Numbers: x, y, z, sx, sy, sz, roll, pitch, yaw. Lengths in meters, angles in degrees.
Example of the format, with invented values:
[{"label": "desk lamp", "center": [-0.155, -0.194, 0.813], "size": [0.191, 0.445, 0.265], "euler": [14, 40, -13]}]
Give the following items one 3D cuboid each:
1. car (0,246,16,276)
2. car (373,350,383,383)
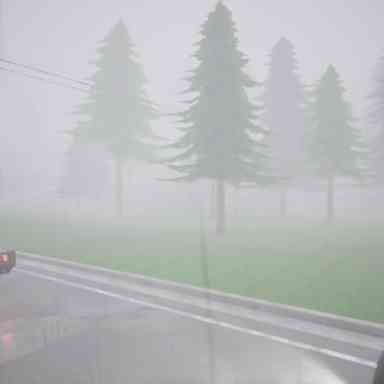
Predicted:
[{"label": "car", "center": [-6.656, 1.595, 8.585], "size": [4.718, 1.301, 1.895], "euler": [0, 0, 34]}, {"label": "car", "center": [3.185, 1.563, 1.719], "size": [4.181, 1.385, 1.994], "euler": [0, 0, 35]}]
